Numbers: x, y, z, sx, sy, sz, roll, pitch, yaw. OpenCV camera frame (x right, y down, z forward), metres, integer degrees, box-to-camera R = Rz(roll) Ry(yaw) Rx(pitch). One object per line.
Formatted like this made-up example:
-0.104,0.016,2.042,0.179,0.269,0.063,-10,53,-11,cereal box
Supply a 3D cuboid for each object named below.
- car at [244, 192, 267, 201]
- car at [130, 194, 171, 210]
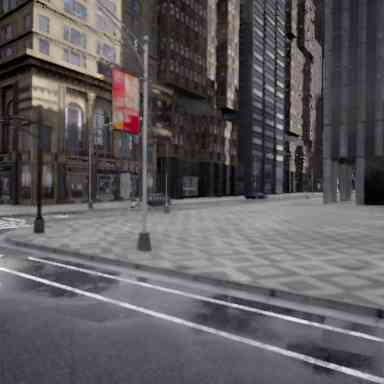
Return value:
10.214,0.706,53.319,1.895,1.301,4.718,1,1,36,car
-4.097,0.920,33.463,2.128,1.511,4.902,1,1,36,car
